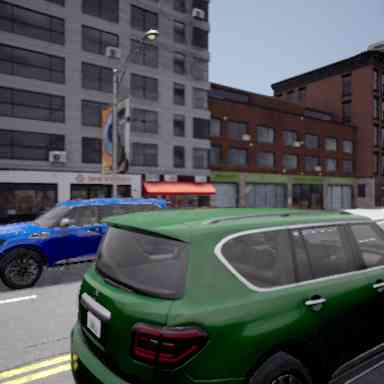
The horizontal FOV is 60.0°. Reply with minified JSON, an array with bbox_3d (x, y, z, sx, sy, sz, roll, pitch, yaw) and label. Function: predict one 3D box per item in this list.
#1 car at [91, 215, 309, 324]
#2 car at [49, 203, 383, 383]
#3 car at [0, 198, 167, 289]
[{"bbox_3d":[0.369,1.480,7.934,4.902,1.511,2.128,0,0,-35],"label":"car"},{"bbox_3d":[1.349,1.213,4.392,5.566,2.045,2.150,0,0,-35],"label":"car"},{"bbox_3d":[-3.059,1.214,9.497,5.566,2.045,2.150,0,0,-35],"label":"car"}]
